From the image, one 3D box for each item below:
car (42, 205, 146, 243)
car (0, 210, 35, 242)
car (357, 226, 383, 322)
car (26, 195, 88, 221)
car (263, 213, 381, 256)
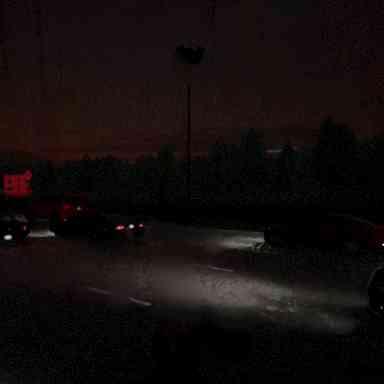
[{"bbox_3d":[-4.684,1.561,16.069,5.357,1.411,2.033,0,0,36],"label":"car"},{"bbox_3d":[-9.479,1.602,15.226,4.718,1.301,1.895,0,0,36],"label":"car"},{"bbox_3d":[5.193,1.511,4.552,4.902,1.511,2.128,0,0,36],"label":"car"},{"bbox_3d":[-9.816,1.235,24.129,5.566,2.045,2.150,0,0,36],"label":"car"},{"bbox_3d":[5.173,1.558,13.207,4.674,1.442,1.812,0,0,36],"label":"car"}]
